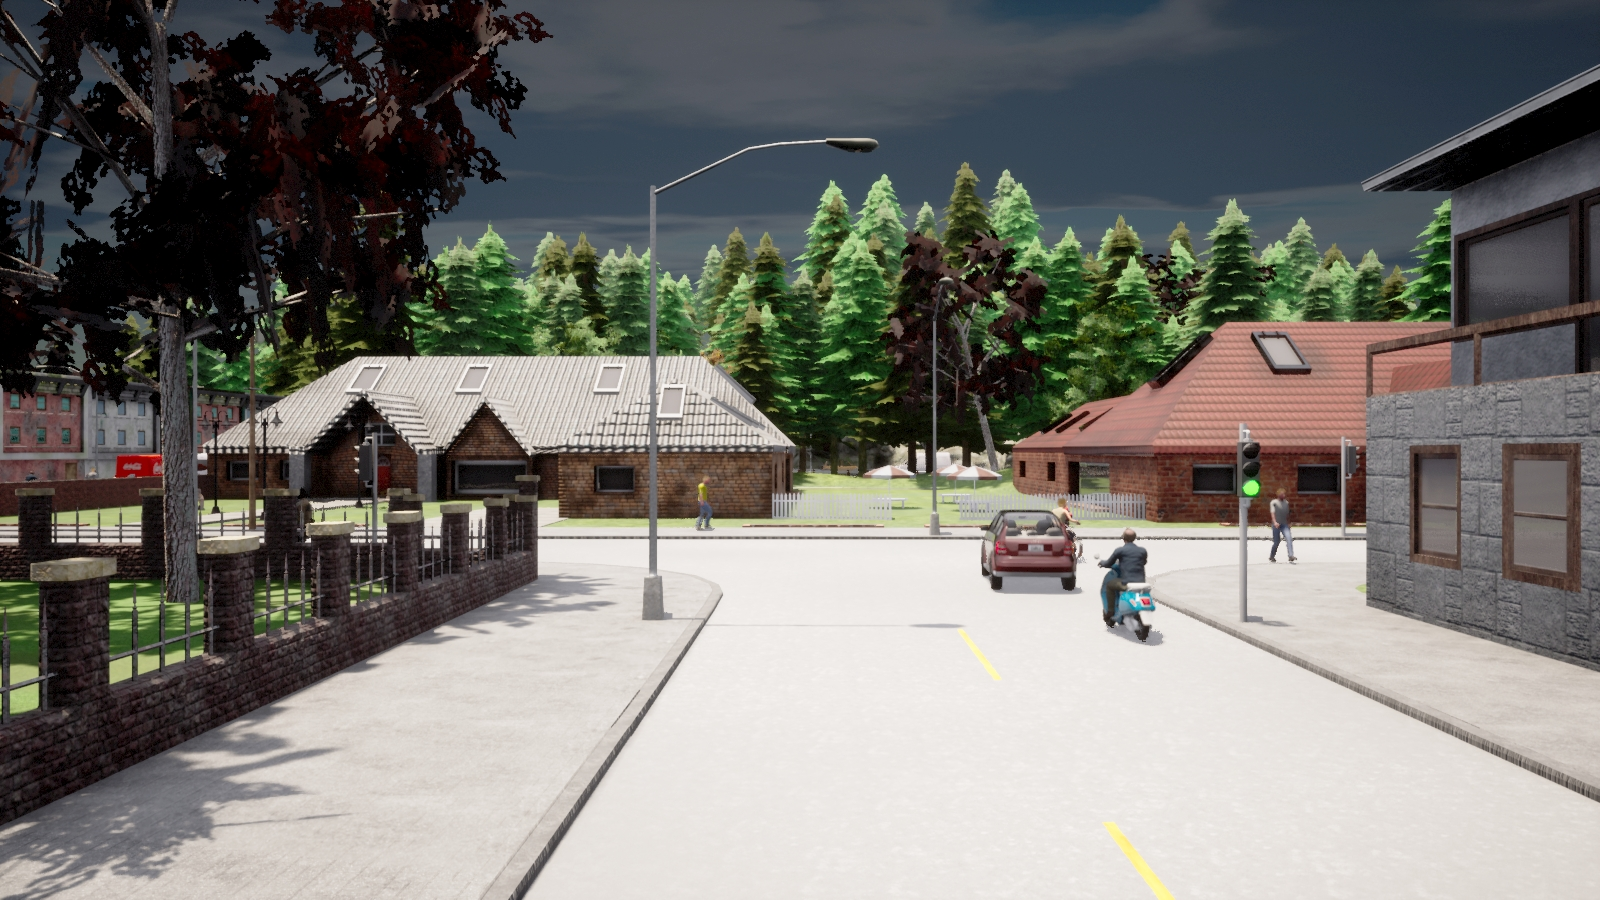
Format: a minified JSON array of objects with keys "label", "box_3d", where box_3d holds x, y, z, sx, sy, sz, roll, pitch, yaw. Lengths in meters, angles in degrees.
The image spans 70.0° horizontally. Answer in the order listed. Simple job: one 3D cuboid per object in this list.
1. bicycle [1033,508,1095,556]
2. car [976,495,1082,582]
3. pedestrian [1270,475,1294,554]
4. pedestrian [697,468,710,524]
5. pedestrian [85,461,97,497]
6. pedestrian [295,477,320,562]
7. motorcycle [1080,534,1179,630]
[{"label":"bicycle","box_3d":[6.589,2.036,28.516,0.859,1.080,1.487,0,0,45]},{"label":"car","box_3d":[4.754,1.804,24.128,1.789,1.549,3.705,0,0,5]},{"label":"pedestrian","box_3d":[11.457,1.518,27.146,0.375,1.860,0.375,0,0,-10]},{"label":"pedestrian","box_3d":[-3.200,1.524,38.015,0.375,1.860,0.375,0,0,2]},{"label":"pedestrian","box_3d":[-37.129,1.524,59.849,0.375,1.860,0.375,0,0,7]},{"label":"pedestrian","box_3d":[-10.863,1.523,25.221,0.375,1.860,0.375,0,0,4]},{"label":"motorcycle","box_3d":[4.953,1.962,17.293,0.856,1.236,1.805,0,0,-5]}]
